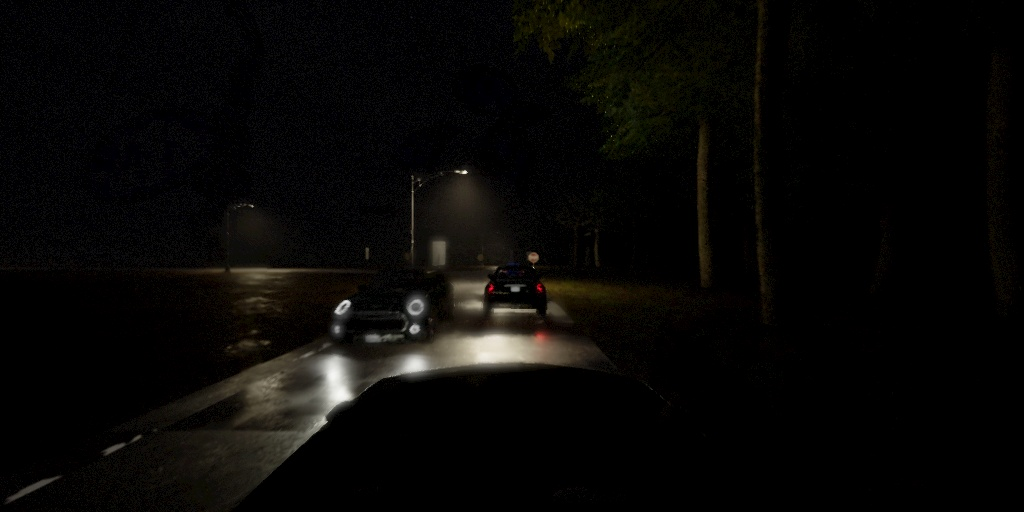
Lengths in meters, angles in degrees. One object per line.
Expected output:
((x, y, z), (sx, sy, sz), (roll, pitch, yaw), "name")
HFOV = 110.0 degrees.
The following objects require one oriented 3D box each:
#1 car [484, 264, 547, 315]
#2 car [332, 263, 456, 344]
((0.106, 1.101, 13.708), (2.097, 1.767, 4.553), (0, 0, 0), "car")
((-2.841, 1.099, 9.584), (2.097, 1.767, 4.553), (0, 0, 0), "car")
